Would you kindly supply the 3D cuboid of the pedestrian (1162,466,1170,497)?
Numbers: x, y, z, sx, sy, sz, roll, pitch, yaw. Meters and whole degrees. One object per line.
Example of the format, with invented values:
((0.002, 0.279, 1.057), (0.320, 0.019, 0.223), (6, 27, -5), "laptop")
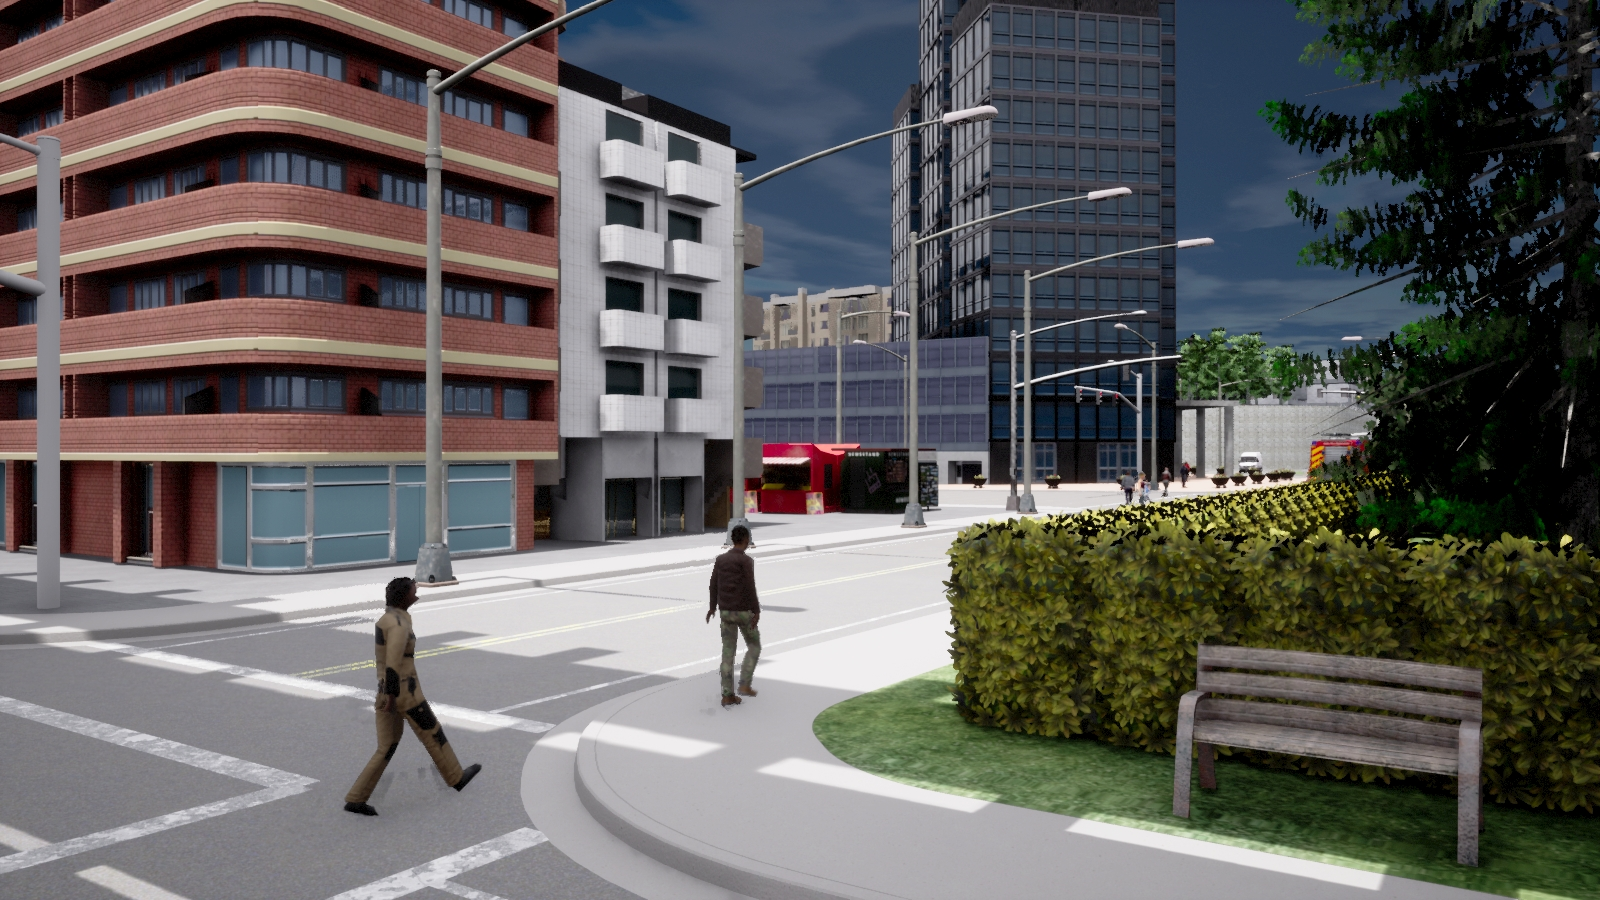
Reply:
((22.183, 1.889, 69.295), (0.375, 1.860, 0.375), (0, 0, 35), "pedestrian")

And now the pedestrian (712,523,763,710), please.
((-0.642, 1.698, 11.814), (0.375, 1.860, 0.375), (0, 0, 35), "pedestrian")

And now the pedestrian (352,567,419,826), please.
((-3.160, 1.848, 8.709), (0.375, 1.860, 0.375), (0, 0, -41), "pedestrian")

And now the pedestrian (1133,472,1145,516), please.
((14.351, 1.848, 48.356), (0.375, 1.860, 0.375), (0, 0, 33), "pedestrian")

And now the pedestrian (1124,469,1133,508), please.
((16.078, 1.875, 55.905), (0.375, 1.860, 0.375), (0, 0, 26), "pedestrian")

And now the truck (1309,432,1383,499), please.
((33.475, 0.895, 69.883), (2.891, 3.827, 8.468), (0, 0, 34), "truck")

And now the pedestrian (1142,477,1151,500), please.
((19.430, 2.170, 64.102), (0.375, 1.300, 0.375), (0, 0, 34), "pedestrian")
